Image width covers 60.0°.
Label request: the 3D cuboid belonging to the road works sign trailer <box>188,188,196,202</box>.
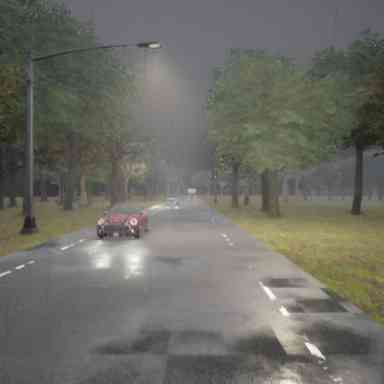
[{"bbox_3d":[-0.014,0.763,89.677,2.380,3.560,2.880,0,0,0],"label":"road works sign trailer"}]

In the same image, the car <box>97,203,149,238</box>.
[{"bbox_3d":[-3.602,1.439,17.999,2.097,1.767,4.553,0,0,0],"label":"car"}]

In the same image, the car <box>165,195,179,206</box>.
[{"bbox_3d":[-3.537,1.477,60.007,2.150,2.045,5.566,0,0,1],"label":"car"}]
